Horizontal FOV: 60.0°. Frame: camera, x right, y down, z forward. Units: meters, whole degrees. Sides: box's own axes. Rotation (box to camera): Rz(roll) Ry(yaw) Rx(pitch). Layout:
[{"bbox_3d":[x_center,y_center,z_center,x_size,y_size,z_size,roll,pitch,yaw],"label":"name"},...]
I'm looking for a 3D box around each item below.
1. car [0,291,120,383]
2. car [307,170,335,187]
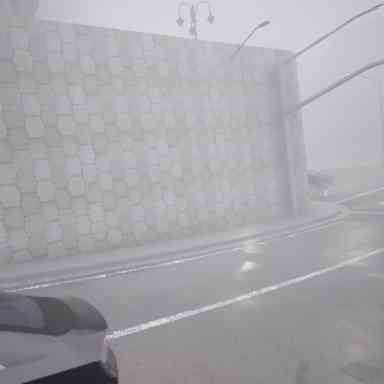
[{"bbox_3d":[-2.871,1.495,1.952,4.902,1.511,2.128,1,0,-35],"label":"car"},{"bbox_3d":[11.030,-1.315,31.322,1.812,1.442,4.674,-11,6,-35],"label":"car"}]
